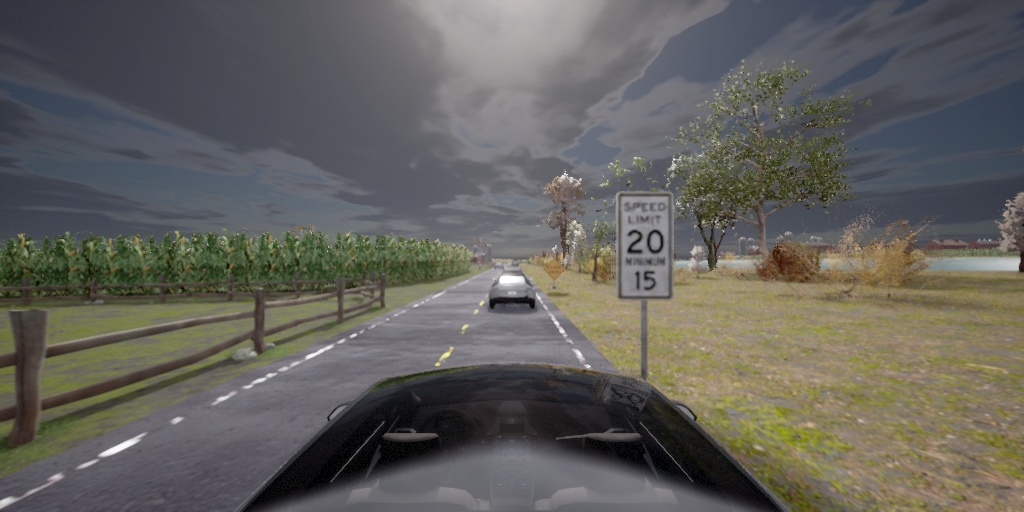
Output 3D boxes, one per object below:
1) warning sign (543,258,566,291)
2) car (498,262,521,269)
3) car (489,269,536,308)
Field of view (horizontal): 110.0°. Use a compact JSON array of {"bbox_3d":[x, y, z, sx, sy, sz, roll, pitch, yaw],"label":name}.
[{"bbox_3d":[2.471,1.052,20.973,1.300,1.860,1.060,0,0,0],"label":"warning sign"},{"bbox_3d":[0.035,1.550,31.151,1.837,1.490,4.892,0,0,0],"label":"car"},{"bbox_3d":[0.019,1.453,16.135,1.994,1.385,4.181,0,-1,0],"label":"car"}]
